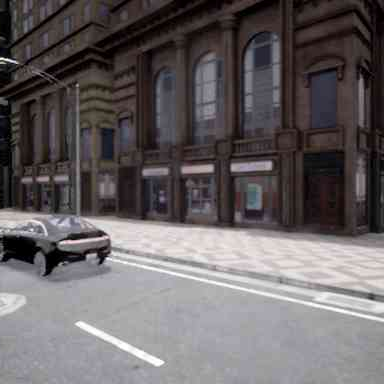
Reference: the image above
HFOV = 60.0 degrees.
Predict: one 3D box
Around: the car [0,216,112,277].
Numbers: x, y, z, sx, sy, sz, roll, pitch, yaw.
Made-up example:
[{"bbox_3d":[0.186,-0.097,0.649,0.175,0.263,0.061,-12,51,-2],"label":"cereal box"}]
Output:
[{"bbox_3d":[-4.486,1.509,10.438,4.902,1.511,2.128,0,0,42],"label":"car"}]
